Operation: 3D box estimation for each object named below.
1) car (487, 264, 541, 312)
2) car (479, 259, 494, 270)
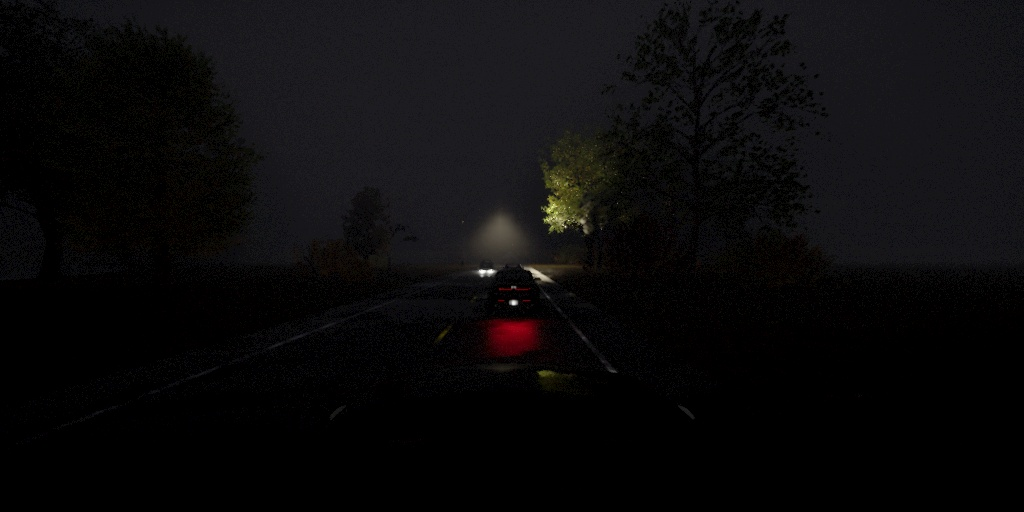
[{"bbox_3d":[0.071,1.245,14.099,1.837,1.490,4.892,0,1,0],"label":"car"},{"bbox_3d":[-3.588,1.160,51.433,2.128,1.511,4.902,0,0,0],"label":"car"}]
